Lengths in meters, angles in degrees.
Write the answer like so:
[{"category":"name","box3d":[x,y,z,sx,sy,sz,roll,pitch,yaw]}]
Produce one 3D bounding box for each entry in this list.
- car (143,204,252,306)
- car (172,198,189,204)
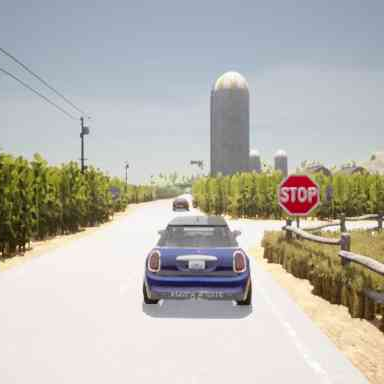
[{"category":"car","box3d":[0.174,1.351,8.210,2.097,1.767,4.553,0,0,2]},{"category":"car","box3d":[-1.442,1.475,40.731,1.882,1.535,5.008,0,0,-5]}]
